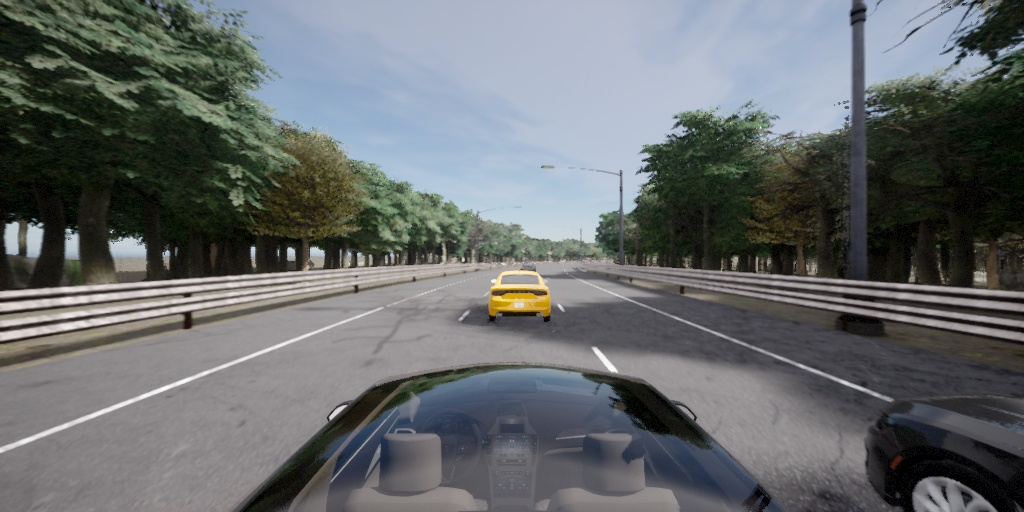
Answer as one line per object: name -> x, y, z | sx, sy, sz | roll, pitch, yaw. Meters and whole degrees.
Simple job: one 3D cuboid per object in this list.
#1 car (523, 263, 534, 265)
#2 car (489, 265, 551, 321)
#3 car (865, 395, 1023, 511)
car -> 2.050, 1.643, 44.233 | 2.128, 1.511, 4.902 | 0, -1, 5
car -> 0.271, 1.262, 12.680 | 1.882, 1.535, 5.008 | 0, 0, 1
car -> 3.621, 1.257, 0.697 | 1.837, 1.490, 4.892 | 0, 0, 0
